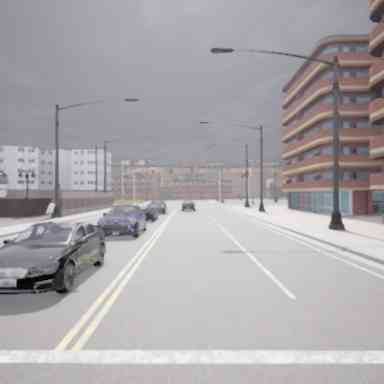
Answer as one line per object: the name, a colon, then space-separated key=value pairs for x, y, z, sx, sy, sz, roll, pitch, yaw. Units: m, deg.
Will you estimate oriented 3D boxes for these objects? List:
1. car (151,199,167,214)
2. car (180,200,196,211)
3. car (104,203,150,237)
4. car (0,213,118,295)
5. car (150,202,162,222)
car: x=-4.047 y=1.652 z=38.967 sx=2.097 sy=1.767 sz=4.553 roll=0 pitch=0 yaw=0
car: x=-0.497 y=1.875 z=46.195 sx=1.812 sy=1.442 sz=4.674 roll=0 pitch=0 yaw=-1
car: x=-3.831 y=1.500 z=18.797 sx=2.097 sy=1.767 sz=4.553 roll=0 pitch=0 yaw=-1
car: x=-3.705 y=1.566 z=9.078 sx=2.128 sy=1.511 sz=4.902 roll=0 pitch=0 yaw=-1
car: x=-3.959 y=1.824 z=28.789 sx=1.895 sy=1.301 sz=4.718 roll=0 pitch=0 yaw=-1
